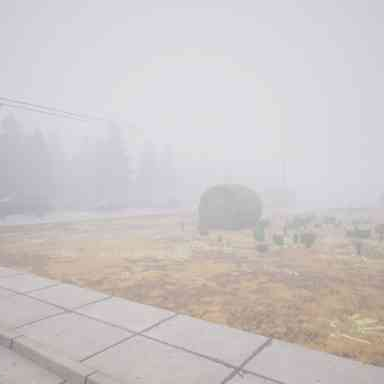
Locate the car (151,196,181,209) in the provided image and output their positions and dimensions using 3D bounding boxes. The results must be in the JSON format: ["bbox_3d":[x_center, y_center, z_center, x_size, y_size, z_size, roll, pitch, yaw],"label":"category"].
[{"bbox_3d":[-3.549,1.379,45.908,2.097,1.767,4.553,0,0,37],"label":"car"}]

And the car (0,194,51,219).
[{"bbox_3d":[-15.513,1.248,29.733,2.150,2.045,5.566,0,0,36],"label":"car"}]

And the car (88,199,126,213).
[{"bbox_3d":[-9.560,1.552,37.778,1.812,1.442,4.674,0,0,37],"label":"car"}]
